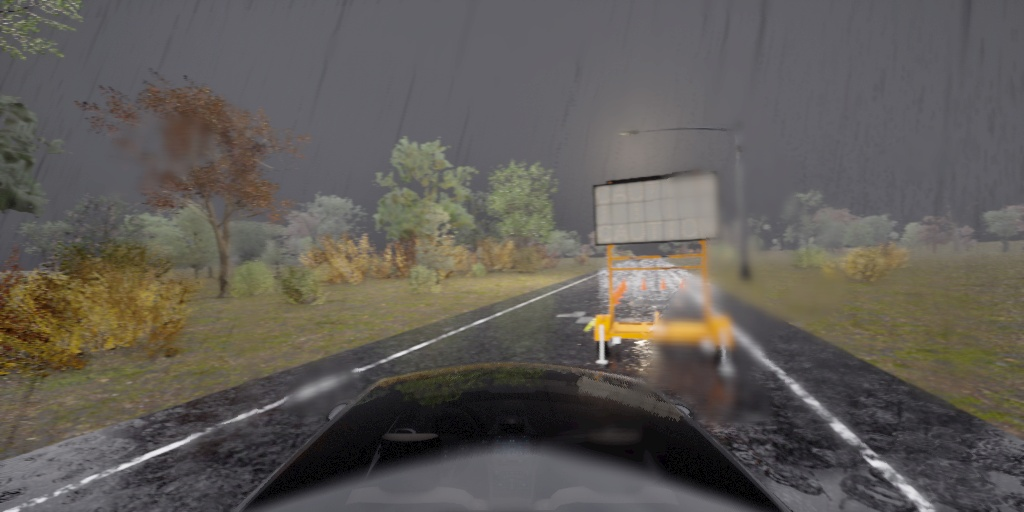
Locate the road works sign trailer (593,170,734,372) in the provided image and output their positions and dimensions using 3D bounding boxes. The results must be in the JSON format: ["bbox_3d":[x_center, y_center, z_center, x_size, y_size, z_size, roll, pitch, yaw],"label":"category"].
[{"bbox_3d":[3.086,0.132,7.532,2.380,3.560,2.880,0,0,21],"label":"road works sign trailer"}]
